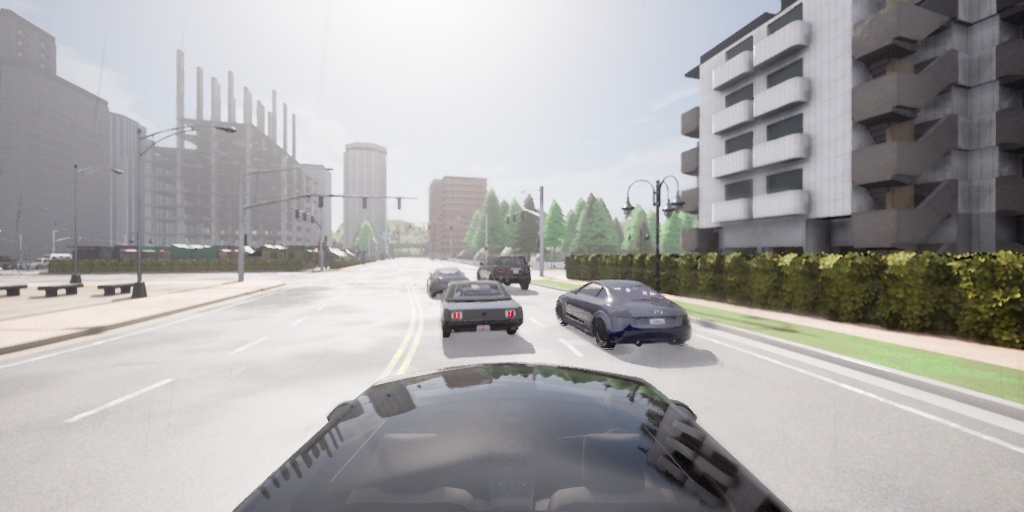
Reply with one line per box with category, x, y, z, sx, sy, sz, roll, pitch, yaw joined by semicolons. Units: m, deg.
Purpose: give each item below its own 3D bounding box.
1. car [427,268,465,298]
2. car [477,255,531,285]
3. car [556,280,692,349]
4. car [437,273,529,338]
car;-3.343;1.290;18.669;1.994;1.385;4.181;0;0;-16
car;-0.622;0.944;21.938;2.150;2.045;5.566;0;0;-18
car;2.571;1.302;9.239;1.994;1.385;4.181;0;0;-11
car;-1.088;1.339;10.205;1.895;1.301;4.718;0;0;-12
